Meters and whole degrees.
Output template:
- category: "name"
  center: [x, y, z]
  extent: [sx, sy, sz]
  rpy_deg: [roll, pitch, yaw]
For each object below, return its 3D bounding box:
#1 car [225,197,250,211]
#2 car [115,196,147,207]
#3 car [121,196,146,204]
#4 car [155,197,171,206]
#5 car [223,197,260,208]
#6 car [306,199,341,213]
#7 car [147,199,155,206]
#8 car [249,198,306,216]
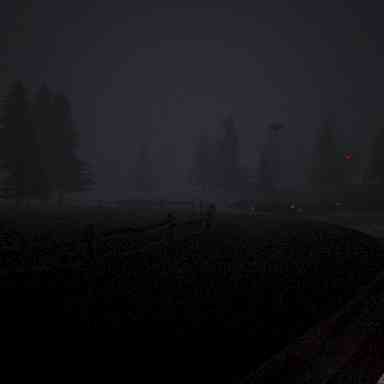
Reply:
- category: "car"
  center: [6.446, 1.477, 39.526]
  extent: [5.008, 1.535, 1.882]
  rpy_deg: [0, 0, 41]
- category: "car"
  center: [-9.161, 1.601, 48.388]
  extent: [4.718, 1.301, 1.895]
  rpy_deg: [0, 0, 41]
- category: "car"
  center: [-11.324, 1.477, 64.135]
  extent: [5.008, 1.535, 1.882]
  rpy_deg: [0, 0, 41]
- category: "car"
  center: [-5.334, 1.564, 54.332]
  extent: [4.181, 1.385, 1.994]
  rpy_deg: [0, 0, 41]
- category: "car"
  center: [7.144, 1.477, 48.174]
  extent: [5.008, 1.535, 1.882]
  rpy_deg: [0, 0, 41]
- category: "car"
  center: [14.131, 1.491, 37.509]
  extent: [4.902, 1.511, 2.128]
  rpy_deg: [0, 0, 41]
- category: "car"
  center: [-8.343, 1.564, 52.308]
  extent: [4.181, 1.385, 1.994]
  rpy_deg: [0, 0, 41]
- category: "car"
  center: [8.480, 1.525, 33.140]
  extent: [4.674, 1.442, 1.812]
  rpy_deg: [0, 0, 41]
